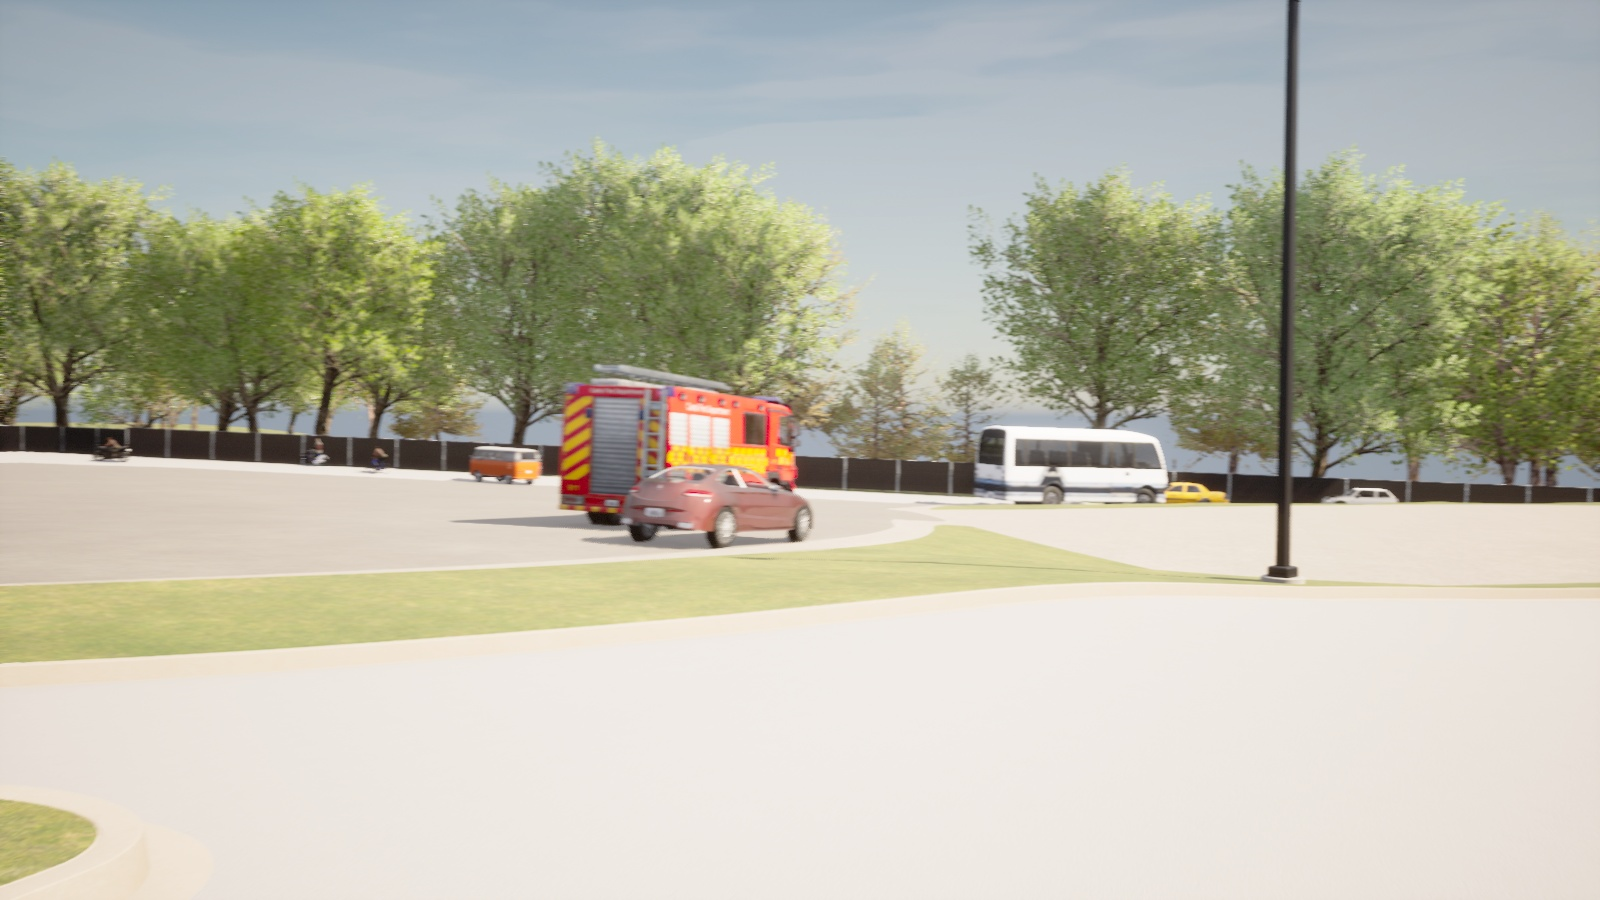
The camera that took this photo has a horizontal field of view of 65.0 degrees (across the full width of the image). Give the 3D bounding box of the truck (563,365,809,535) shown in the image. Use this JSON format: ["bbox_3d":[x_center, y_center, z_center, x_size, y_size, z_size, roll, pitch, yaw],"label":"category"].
[{"bbox_3d":[-2.665,0.062,33.025,2.891,3.827,8.468,2,0,21],"label":"truck"}]

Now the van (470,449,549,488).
[{"bbox_3d":[-16.112,0.996,69.531,4.442,1.987,1.775,2,1,37],"label":"van"}]

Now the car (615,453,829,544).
[{"bbox_3d":[-1.500,0.988,26.467,2.152,1.651,5.027,2,-1,28],"label":"car"}]

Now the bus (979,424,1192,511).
[{"bbox_3d":[14.991,0.928,65.943,10.273,4.253,3.944,1,2,-21],"label":"bus"}]

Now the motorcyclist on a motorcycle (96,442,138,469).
[{"bbox_3d":[-40.809,0.323,75.081,2.044,1.523,0.797,1,2,-11],"label":"motorcyclist on a motorcycle"}]

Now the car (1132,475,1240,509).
[{"bbox_3d":[21.342,2.310,69.497,5.366,1.575,1.801,1,2,1],"label":"car"}]

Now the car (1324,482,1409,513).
[{"bbox_3d":[30.741,2.555,68.249,3.806,1.475,1.970,1,2,11],"label":"car"}]
